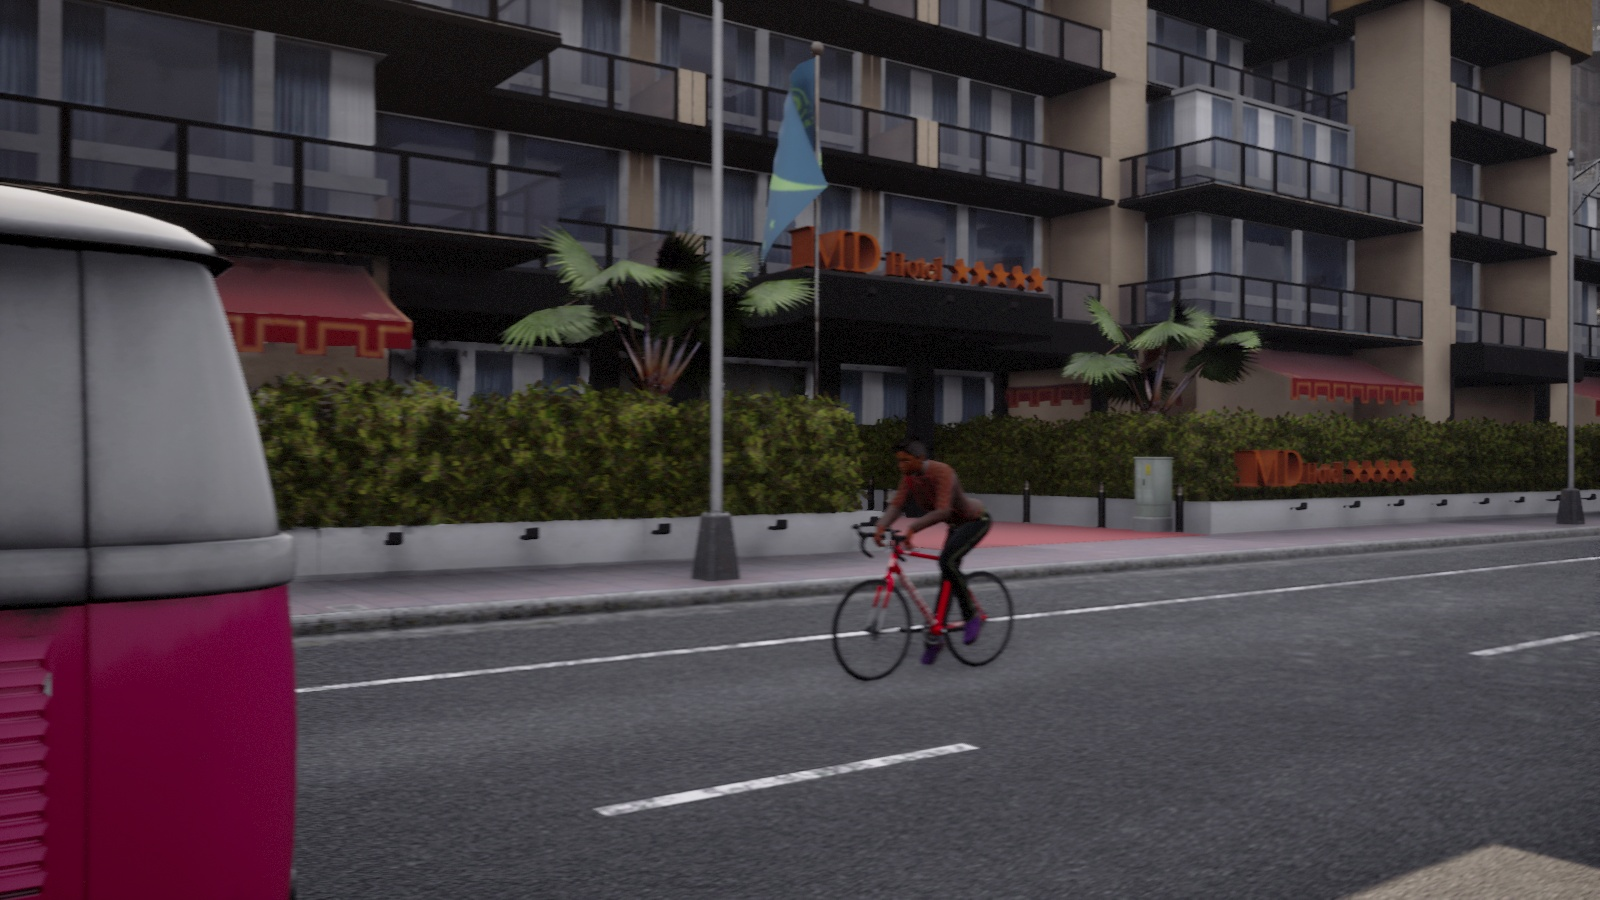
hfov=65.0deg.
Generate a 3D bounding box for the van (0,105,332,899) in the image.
[{"bbox_3d":[-3.079,0.506,1.451,4.442,1.987,1.775,0,0,-36],"label":"van"}]

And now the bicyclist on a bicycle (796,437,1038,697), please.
[{"bbox_3d":[0.819,0.727,8.551,1.656,1.620,0.582,0,0,-36],"label":"bicyclist on a bicycle"}]
